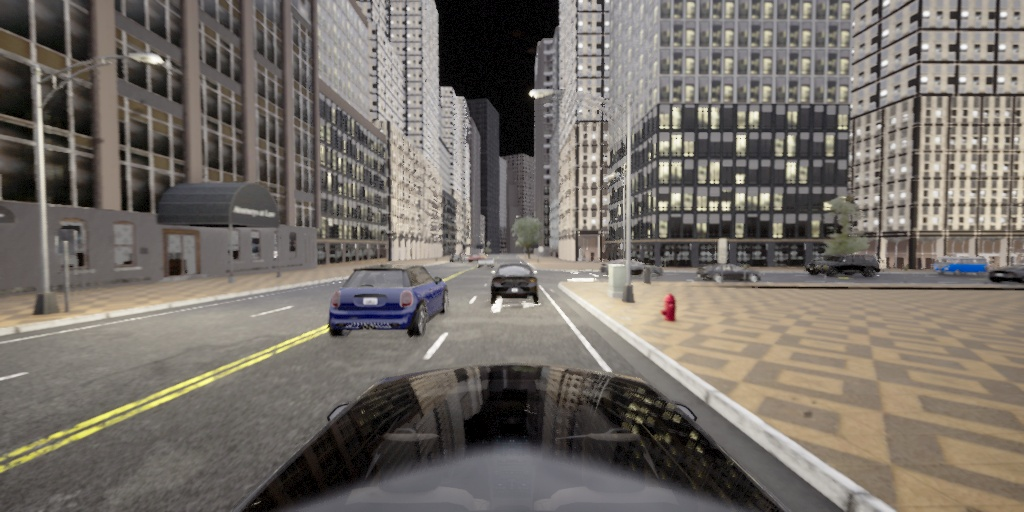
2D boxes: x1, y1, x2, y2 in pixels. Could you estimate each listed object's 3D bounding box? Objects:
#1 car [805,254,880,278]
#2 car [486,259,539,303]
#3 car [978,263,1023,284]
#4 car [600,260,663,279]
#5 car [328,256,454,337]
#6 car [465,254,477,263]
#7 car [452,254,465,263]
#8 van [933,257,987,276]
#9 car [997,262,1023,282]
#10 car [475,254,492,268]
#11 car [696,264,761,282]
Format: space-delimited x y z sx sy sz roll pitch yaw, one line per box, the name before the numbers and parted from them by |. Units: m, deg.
car | 29.868 0.854 32.469 5.566 2.045 2.150 0 2 0
car | 0.101 1.050 15.565 1.882 1.535 5.008 0 1 0
car | 38.485 1.436 26.832 4.313 1.339 1.948 0 0 -1
car | 9.738 1.041 29.359 4.902 1.511 2.128 0 1 0
car | -3.149 1.000 10.091 2.097 1.767 4.553 0 1 0
car | -6.505 0.461 62.478 1.882 1.535 5.008 0 1 1
car | -9.755 0.491 62.487 1.837 1.490 4.892 0 1 1
van | 44.033 1.014 35.279 3.998 1.789 1.690 0 0 -1
car | 43.704 1.342 29.527 4.892 1.490 1.837 1 2 0
car | -3.142 0.806 44.996 1.895 1.301 4.718 0 1 0
car | 15.920 1.238 26.425 4.403 1.370 2.007 0 0 -1
